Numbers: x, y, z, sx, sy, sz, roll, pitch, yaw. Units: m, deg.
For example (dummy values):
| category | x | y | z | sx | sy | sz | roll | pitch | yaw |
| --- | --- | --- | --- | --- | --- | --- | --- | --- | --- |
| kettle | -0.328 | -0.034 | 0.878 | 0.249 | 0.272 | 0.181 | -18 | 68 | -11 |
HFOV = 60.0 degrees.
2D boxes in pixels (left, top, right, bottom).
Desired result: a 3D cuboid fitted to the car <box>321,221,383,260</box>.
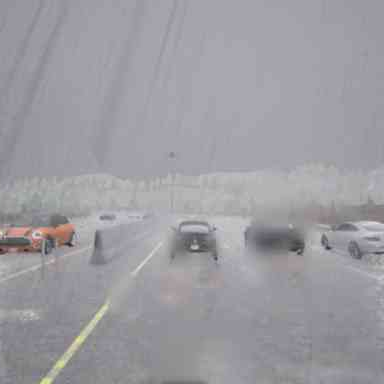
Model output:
| category | x | y | z | sx | sy | sz | roll | pitch | yaw |
| --- | --- | --- | --- | --- | --- | --- | --- | --- | --- |
| car | 7.102 | 1.933 | 14.048 | 1.812 | 1.442 | 4.674 | 0 | -3 | 0 |

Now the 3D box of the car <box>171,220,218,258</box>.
| category | x | y | z | sx | sy | sz | roll | pitch | yaw |
| --- | --- | --- | --- | --- | --- | --- | --- | --- | --- |
| car | 0.102 | 1.950 | 14.373 | 1.812 | 1.442 | 4.674 | 0 | -3 | 0 |

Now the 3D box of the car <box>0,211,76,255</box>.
| category | x | y | z | sx | sy | sz | roll | pitch | yaw |
| --- | --- | --- | --- | --- | --- | --- | --- | --- | --- |
| car | -7.096 | 1.835 | 15.474 | 2.097 | 1.767 | 4.553 | 0 | -3 | 0 |

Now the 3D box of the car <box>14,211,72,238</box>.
| category | x | y | z | sx | sy | sz | roll | pitch | yaw |
| --- | --- | --- | --- | --- | --- | --- | --- | --- | --- |
| car | -10.590 | 2.282 | 24.124 | 2.097 | 1.767 | 4.553 | 0 | -3 | 0 |

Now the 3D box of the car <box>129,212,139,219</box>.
| category | x | y | z | sx | sy | sz | roll | pitch | yaw |
| --- | --- | --- | --- | --- | --- | --- | --- | --- | --- |
| car | -11.414 | 4.596 | 65.671 | 1.812 | 1.442 | 4.674 | 0 | -3 | -7 |

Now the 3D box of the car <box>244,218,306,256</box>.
| category | x | y | z | sx | sy | sz | roll | pitch | yaw |
| --- | --- | --- | --- | --- | --- | --- | --- | --- | --- |
| car | 3.602 | 1.949 | 15.275 | 1.882 | 1.535 | 5.008 | 0 | -3 | 0 |

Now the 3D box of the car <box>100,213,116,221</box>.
| category | x | y | z | sx | sy | sz | roll | pitch | yaw |
| --- | --- | --- | --- | --- | --- | --- | --- | --- | --- |
| car | -14.137 | 4.176 | 55.960 | 1.895 | 1.301 | 4.718 | 0 | -3 | -1 |

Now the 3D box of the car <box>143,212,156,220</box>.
| category | x | y | z | sx | sy | sz | roll | pitch | yaw |
| --- | --- | --- | --- | --- | --- | --- | --- | --- | --- |
| car | -7.117 | 4.158 | 56.642 | 2.033 | 1.411 | 5.357 | 0 | -3 | -1 |
